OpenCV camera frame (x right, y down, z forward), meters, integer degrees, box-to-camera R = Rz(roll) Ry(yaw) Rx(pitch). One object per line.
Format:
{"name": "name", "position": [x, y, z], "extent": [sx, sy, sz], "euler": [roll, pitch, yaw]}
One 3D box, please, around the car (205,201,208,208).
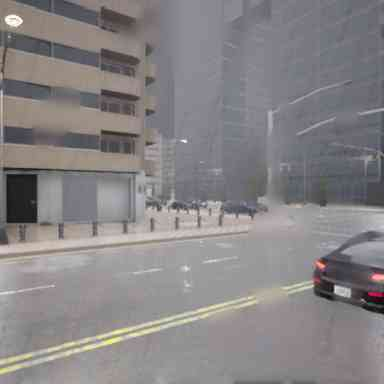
{"name": "car", "position": [0.156, 1.432, 45.023], "extent": [2.128, 1.511, 4.902], "euler": [0, 0, -35]}

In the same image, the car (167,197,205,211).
{"name": "car", "position": [-0.828, 1.505, 40.346], "extent": [1.994, 1.385, 4.181], "euler": [0, 0, -35]}

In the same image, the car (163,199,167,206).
{"name": "car", "position": [-5.740, 1.445, 53.438], "extent": [1.837, 1.490, 4.892], "euler": [0, 0, -35]}

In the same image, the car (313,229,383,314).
{"name": "car", "position": [4.440, 1.524, 6.982], "extent": [4.674, 1.442, 1.812], "euler": [0, 0, -35]}

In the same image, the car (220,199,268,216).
{"name": "car", "position": [4.993, 1.488, 32.198], "extent": [2.033, 1.411, 5.357], "euler": [0, 0, -36]}

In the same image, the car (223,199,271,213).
{"name": "car", "position": [5.976, 1.488, 36.801], "extent": [2.033, 1.411, 5.357], "euler": [0, 0, -36]}

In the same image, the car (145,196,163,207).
{"name": "car", "position": [-6.673, 1.418, 48.661], "extent": [1.882, 1.535, 5.008], "euler": [0, 0, -35]}
